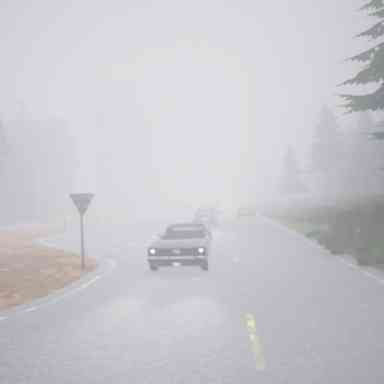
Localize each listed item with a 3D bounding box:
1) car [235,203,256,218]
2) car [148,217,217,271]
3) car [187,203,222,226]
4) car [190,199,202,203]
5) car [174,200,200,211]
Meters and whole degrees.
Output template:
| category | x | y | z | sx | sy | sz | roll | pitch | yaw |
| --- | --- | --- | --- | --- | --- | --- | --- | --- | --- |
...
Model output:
| category | x | y | z | sx | sy | sz | roll | pitch | yaw |
| --- | --- | --- | --- | --- | --- | --- | --- | --- | --- |
| car | 5.767 | 1.936 | 36.067 | 1.882 | 1.535 | 5.008 | -2 | -1 | 5 |
| car | -0.243 | 1.846 | 11.974 | 1.895 | 1.301 | 4.718 | -2 | -1 | 5 |
| car | 1.174 | 1.947 | 26.794 | 2.128 | 1.511 | 4.902 | -2 | -1 | 6 |
| car | 1.534 | 3.087 | 93.153 | 3.988 | 1.617 | 1.851 | -2 | -1 | 5 |
| car | -1.117 | 2.671 | 60.249 | 4.181 | 1.381 | 1.994 | -2 | -1 | 5 |
